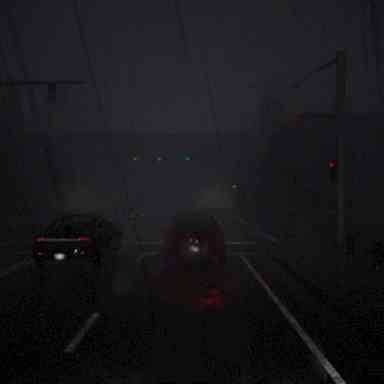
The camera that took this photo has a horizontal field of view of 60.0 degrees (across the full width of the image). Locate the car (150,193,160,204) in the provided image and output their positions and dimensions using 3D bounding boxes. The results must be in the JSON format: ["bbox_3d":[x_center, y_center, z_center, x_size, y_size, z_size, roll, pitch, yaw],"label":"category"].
[{"bbox_3d":[-7.504,1.195,65.531,2.150,2.045,5.566,0,0,1],"label":"car"}]

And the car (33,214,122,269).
[{"bbox_3d":[-3.584,1.487,11.192,2.128,1.511,4.902,0,0,-2],"label":"car"}]

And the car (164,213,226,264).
[{"bbox_3d":[0.080,1.473,11.895,1.882,1.535,5.008,0,0,0],"label":"car"}]

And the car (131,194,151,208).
[{"bbox_3d":[-7.685,1.486,49.091,1.837,1.490,4.892,0,0,1],"label":"car"}]
